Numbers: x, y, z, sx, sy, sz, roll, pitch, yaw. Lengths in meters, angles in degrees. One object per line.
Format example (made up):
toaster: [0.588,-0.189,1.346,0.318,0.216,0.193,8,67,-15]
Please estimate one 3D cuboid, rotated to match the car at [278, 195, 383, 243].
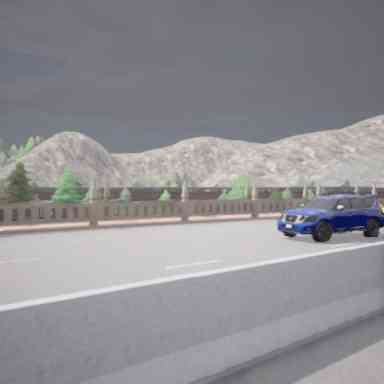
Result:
car: [6.746,1.154,15.943,5.566,2.045,2.150,0,0,-27]
